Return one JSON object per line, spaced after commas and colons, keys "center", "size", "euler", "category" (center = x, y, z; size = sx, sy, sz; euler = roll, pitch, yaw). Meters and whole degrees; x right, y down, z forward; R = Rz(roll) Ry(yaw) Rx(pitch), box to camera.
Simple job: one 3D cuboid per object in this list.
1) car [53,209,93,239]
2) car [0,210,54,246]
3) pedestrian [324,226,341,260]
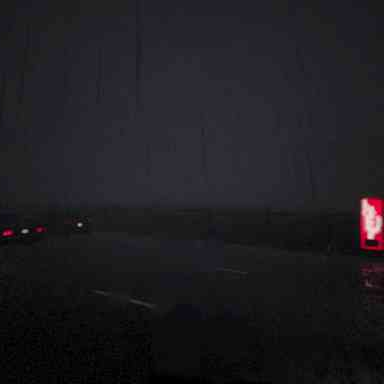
{"center": [-7.220, 1.606, 17.733], "size": [4.181, 1.385, 1.994], "euler": [0, 0, 35], "category": "car"}
{"center": [-8.519, 1.587, 14.362], "size": [5.357, 1.411, 2.033], "euler": [0, 0, 35], "category": "car"}
{"center": [4.564, 1.300, 10.924], "size": [0.375, 1.860, 0.375], "euler": [0, 0, 35], "category": "pedestrian"}
